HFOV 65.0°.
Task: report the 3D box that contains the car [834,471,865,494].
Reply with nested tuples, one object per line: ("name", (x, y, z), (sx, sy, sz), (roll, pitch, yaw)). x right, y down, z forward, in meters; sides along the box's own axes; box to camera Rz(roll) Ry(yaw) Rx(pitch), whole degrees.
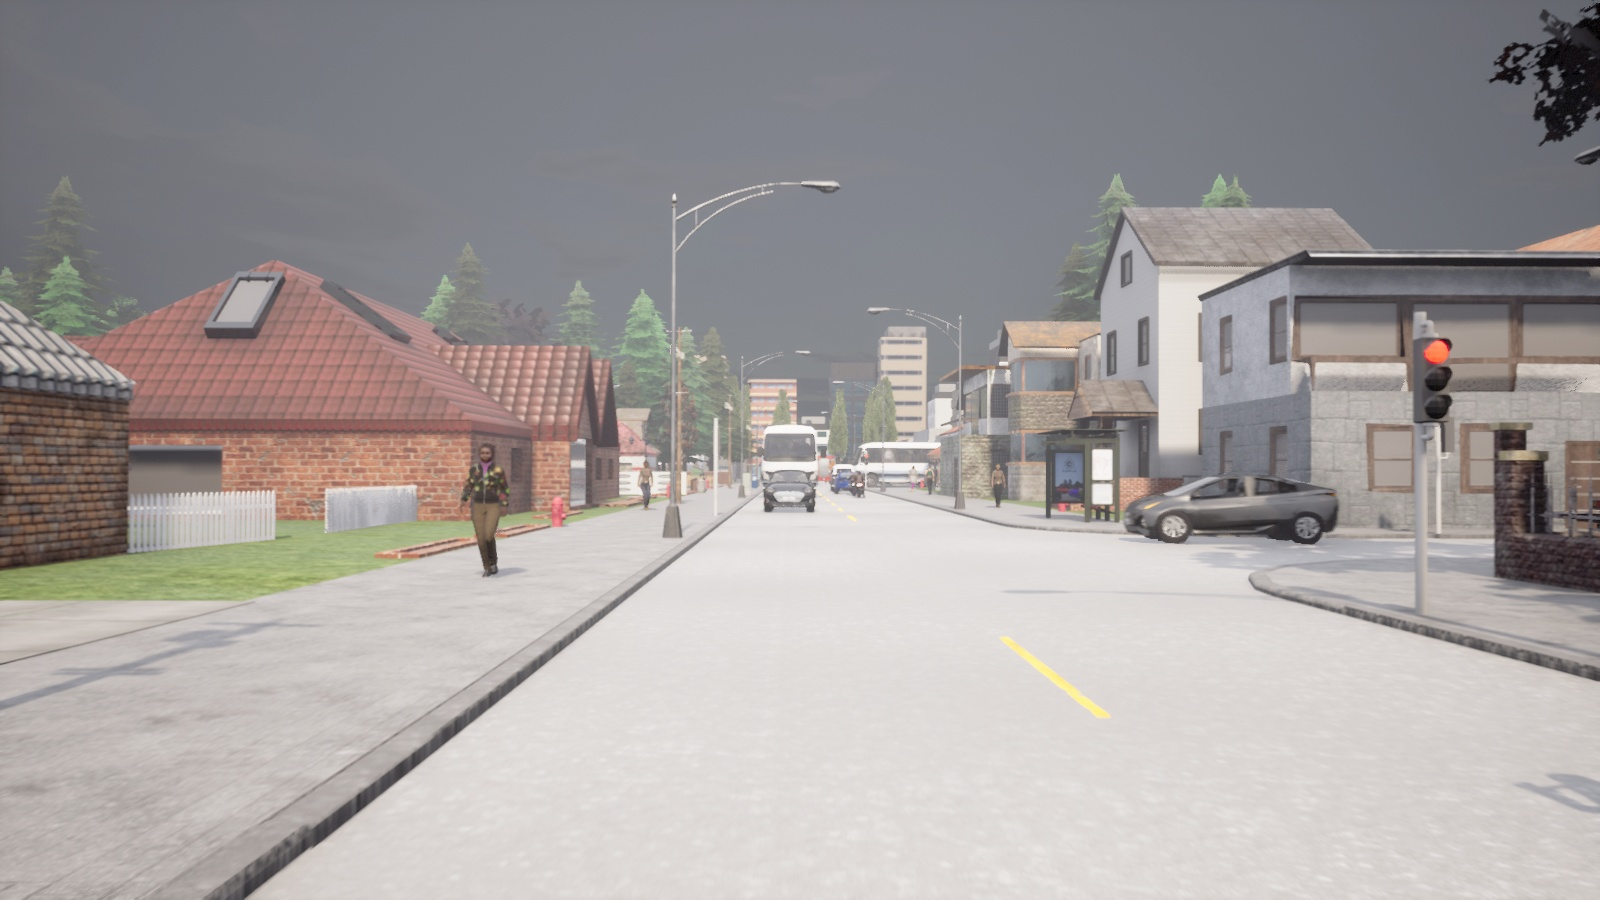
("car", (3.339, 2.185, 85.725), (1.882, 1.535, 5.008), (0, -1, -1))

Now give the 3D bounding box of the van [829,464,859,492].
("van", (3.274, 2.082, 94.934), (2.069, 2.038, 4.480), (0, -1, -1))

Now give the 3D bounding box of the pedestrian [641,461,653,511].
("pedestrian", (-5.502, 1.286, 45.136), (0.328, 1.805, 0.869), (0, -1, -12))

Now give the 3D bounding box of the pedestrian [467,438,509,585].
("pedestrian", (-4.165, 0.811, 16.781), (0.395, 1.930, 0.692), (0, -1, -1))

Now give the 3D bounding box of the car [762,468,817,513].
("car", (-0.370, 1.544, 48.639), (2.033, 1.649, 4.856), (0, -1, 0))

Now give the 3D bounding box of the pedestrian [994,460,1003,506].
("pedestrian", (7.925, 1.315, 50.109), (0.331, 1.846, 0.634), (0, -1, 11))

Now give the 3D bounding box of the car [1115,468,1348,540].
("car", (9.526, 1.183, 28.002), (4.514, 1.525, 2.007), (0, -1, 2))

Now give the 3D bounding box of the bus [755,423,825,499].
("bus", (-0.593, 0.683, 75.741), (3.944, 4.253, 10.273), (0, -1, 0))

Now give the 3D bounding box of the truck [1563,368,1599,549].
("truck", (19.237, 0.147, 23.798), (7.936, 3.462, 2.891), (0, -1, -4))
